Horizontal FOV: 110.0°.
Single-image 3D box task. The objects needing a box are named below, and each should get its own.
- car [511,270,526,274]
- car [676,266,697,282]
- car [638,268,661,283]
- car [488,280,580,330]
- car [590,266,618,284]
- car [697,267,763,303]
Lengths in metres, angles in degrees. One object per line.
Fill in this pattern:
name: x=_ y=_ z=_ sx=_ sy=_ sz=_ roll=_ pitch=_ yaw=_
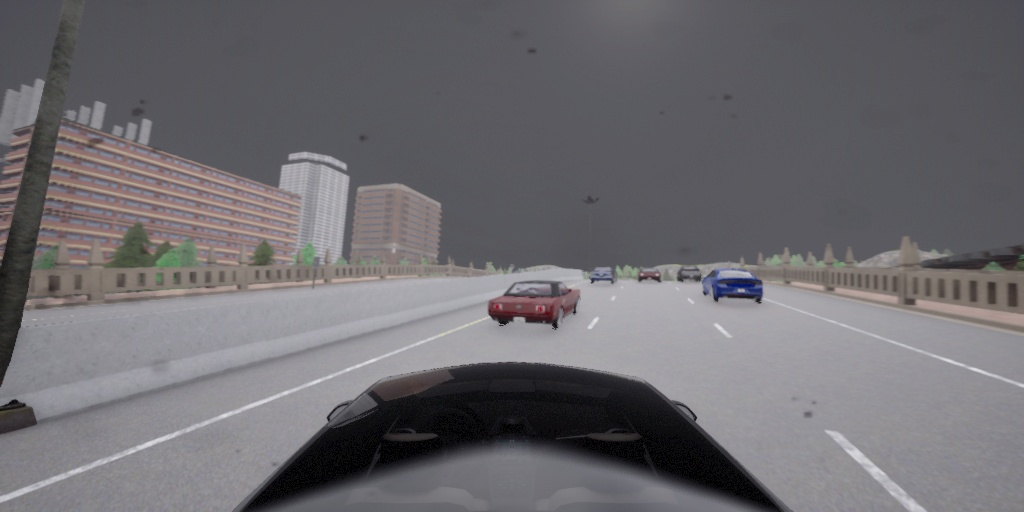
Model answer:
car: x=1.275 y=2.785 z=52.995 sx=2.128 sy=1.511 sz=4.902 roll=0 pitch=-6 yaw=20
car: x=16.648 y=1.706 z=33.782 sx=2.128 sy=1.511 sz=4.902 roll=0 pitch=-3 yaw=20
car: x=12.402 y=1.711 z=32.403 sx=1.895 sy=1.301 sz=4.718 roll=0 pitch=-2 yaw=20
car: x=0.978 y=1.434 z=11.688 sx=1.895 sy=1.301 sz=4.718 roll=0 pitch=-1 yaw=20
car: x=7.729 y=1.552 z=29.877 sx=2.033 sy=1.411 sz=5.357 roll=0 pitch=-1 yaw=20
car: x=10.632 y=1.342 z=17.583 sx=1.882 sy=1.535 sz=5.008 roll=0 pitch=-1 yaw=20
